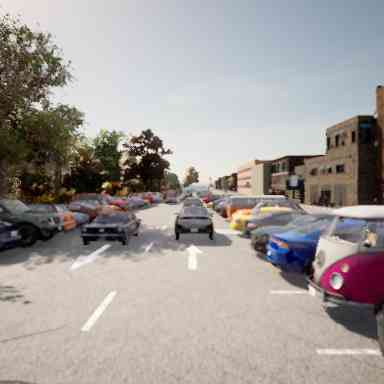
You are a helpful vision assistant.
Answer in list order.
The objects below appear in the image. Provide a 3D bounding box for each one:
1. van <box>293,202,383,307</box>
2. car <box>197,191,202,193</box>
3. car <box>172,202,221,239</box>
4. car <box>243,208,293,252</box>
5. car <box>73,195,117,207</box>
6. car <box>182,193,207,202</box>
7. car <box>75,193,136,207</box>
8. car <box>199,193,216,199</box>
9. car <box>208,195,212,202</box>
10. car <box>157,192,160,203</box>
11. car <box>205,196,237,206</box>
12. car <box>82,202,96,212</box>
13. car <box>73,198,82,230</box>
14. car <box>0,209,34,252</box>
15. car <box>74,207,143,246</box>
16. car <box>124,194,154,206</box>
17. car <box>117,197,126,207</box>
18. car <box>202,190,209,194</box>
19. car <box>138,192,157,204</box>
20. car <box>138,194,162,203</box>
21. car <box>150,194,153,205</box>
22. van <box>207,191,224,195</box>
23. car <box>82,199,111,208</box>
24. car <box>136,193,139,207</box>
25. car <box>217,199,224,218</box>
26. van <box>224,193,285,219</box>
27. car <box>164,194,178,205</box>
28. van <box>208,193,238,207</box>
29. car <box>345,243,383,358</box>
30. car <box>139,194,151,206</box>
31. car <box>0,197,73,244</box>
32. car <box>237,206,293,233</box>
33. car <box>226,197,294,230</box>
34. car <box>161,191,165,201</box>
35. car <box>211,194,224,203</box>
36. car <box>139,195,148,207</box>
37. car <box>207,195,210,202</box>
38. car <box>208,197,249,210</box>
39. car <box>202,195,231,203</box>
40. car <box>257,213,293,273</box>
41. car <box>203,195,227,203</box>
[{"bbox_3d":[4.426,1.251,6.126,4.442,1.987,1.878,0,0,0],"label":"van"},{"bbox_3d":[4.355,1.116,90.551,4.792,1.488,2.163,0,0,0],"label":"car"},{"bbox_3d":[0.106,1.479,17.270,2.128,1.511,4.902,0,0,0],"label":"car"},{"bbox_3d":[4.550,1.473,11.693,5.008,1.535,2.097,0,0,0],"label":"car"},{"bbox_3d":[-8.498,1.329,25.593,4.553,1.767,2.185,0,0,0],"label":"car"},{"bbox_3d":[0.112,1.313,33.021,2.097,1.767,4.553,0,0,0],"label":"car"},{"bbox_3d":[-8.500,1.193,31.165,5.566,2.045,2.435,0,0,0],"label":"car"},{"bbox_3d":[4.390,1.113,93.378,4.674,1.452,2.002,0,0,0],"label":"car"},{"bbox_3d":[4.548,1.433,36.744,4.892,1.521,2.231,0,0,0],"label":"car"},{"bbox_3d":[-8.549,1.246,58.888,4.553,1.767,2.185,0,0,0],"label":"car"},{"bbox_3d":[4.567,1.388,53.443,4.892,1.521,2.231,0,0,0],"label":"car"},{"bbox_3d":[-8.535,1.503,20.024,4.674,1.452,2.002,0,0,0],"label":"car"},{"bbox_3d":[-8.502,1.341,17.239,4.553,1.767,2.185,0,0,0],"label":"car"},{"bbox_3d":[-8.564,1.502,11.667,4.792,1.488,2.163,0,0,0],"label":"car"},{"bbox_3d":[-3.593,1.590,15.458,1.895,1.301,4.718,0,0,0],"label":"car"},{"bbox_3d":[-8.488,1.261,53.443,4.553,1.767,2.185,0,0,0],"label":"car"},{"bbox_3d":[-8.534,1.449,28.378,5.008,1.535,2.097,0,0,0],"label":"car"},{"bbox_3d":[4.587,1.151,47.876,5.566,2.045,2.435,0,0,0],"label":"car"},{"bbox_3d":[-8.549,1.144,50.534,5.566,2.045,2.435,0,0,0],"label":"car"},{"bbox_3d":[-8.483,1.221,67.369,4.553,1.767,2.185,0,0,0],"label":"car"},{"bbox_3d":[-8.707,1.400,47.750,5.366,1.575,1.946,0,0,0],"label":"car"},{"bbox_3d":[4.674,1.185,45.093,4.442,1.987,1.878,0,0,0],"label":"van"},{"bbox_3d":[-8.526,1.459,22.809,5.008,1.535,2.097,0,0,0],"label":"car"},{"bbox_3d":[-8.557,1.306,36.735,4.553,1.767,2.185,0,0,0],"label":"car"},{"bbox_3d":[4.579,1.485,25.610,4.792,1.488,2.163,0,0,0],"label":"car"},{"bbox_3d":[4.666,1.234,22.763,4.442,1.987,1.878,0,0,0],"label":"van"},{"bbox_3d":[-3.536,1.459,57.242,1.994,1.385,4.181,0,0,0],"label":"car"},{"bbox_3d":[4.676,1.169,50.535,4.442,1.987,1.878,0,0,0],"label":"van"},{"bbox_3d":[4.535,1.480,3.342,4.892,1.521,2.231,0,0,0],"label":"car"},{"bbox_3d":[-8.528,1.410,45.090,5.008,1.535,2.097,0,0,0],"label":"car"},{"bbox_3d":[-8.506,1.219,14.455,5.566,2.045,2.435,0,0,0],"label":"car"},{"bbox_3d":[4.543,1.511,14.477,4.674,1.452,2.002,0,0,0],"label":"car"},{"bbox_3d":[4.579,1.338,20.043,4.553,1.767,2.185,0,0,0],"label":"car"},{"bbox_3d":[-8.544,1.104,64.583,5.566,2.045,2.435,0,0,0],"label":"car"},{"bbox_3d":[4.584,1.313,33.959,4.553,1.767,2.185,0,0,0],"label":"car"},{"bbox_3d":[-8.494,1.447,42.303,4.792,1.488,2.163,0,0,0],"label":"car"},{"bbox_3d":[4.370,1.422,39.527,5.366,1.575,1.946,0,0,0],"label":"car"},{"bbox_3d":[4.563,1.419,42.310,4.892,1.521,2.231,0,0,0],"label":"car"},{"bbox_3d":[4.750,1.352,64.576,5.366,1.575,1.946,0,0,0],"label":"car"},{"bbox_3d":[4.538,1.475,8.909,5.008,1.535,2.097,0,0,0],"label":"car"},{"bbox_3d":[4.551,1.388,67.218,4.674,1.452,2.002,-1,0,0],"label":"car"}]
